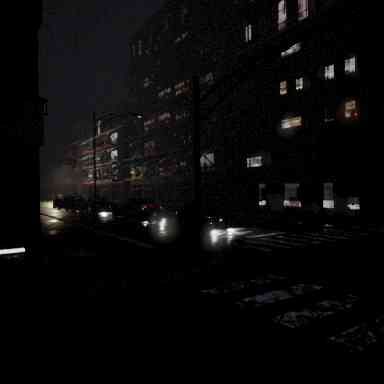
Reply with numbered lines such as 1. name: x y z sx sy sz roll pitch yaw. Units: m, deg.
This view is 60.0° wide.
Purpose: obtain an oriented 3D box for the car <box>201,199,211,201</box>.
1. car: 0.820 1.359 31.844 1.887 1.381 4.507 -1 1 -35

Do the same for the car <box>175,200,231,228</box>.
1. car: 0.618 1.507 21.743 1.994 1.385 4.181 -1 1 -34

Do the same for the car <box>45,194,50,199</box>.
1. car: -34.797 1.075 83.413 1.752 1.417 4.829 -1 1 -35

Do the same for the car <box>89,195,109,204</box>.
1. car: -15.468 1.216 55.326 1.752 1.417 4.829 -1 1 -35

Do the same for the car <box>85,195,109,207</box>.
1. car: -13.821 1.266 48.271 1.837 1.490 4.892 -1 1 -34

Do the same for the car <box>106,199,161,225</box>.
1. car: -4.373 1.509 24.201 1.887 1.381 4.507 -1 1 -35

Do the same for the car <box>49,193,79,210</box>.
1. car: -15.829 1.312 41.072 1.967 1.590 4.097 -1 1 -35

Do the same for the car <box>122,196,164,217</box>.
1. car: -4.277 1.257 28.848 2.097 1.767 4.553 -1 1 -35

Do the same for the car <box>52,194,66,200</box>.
1. car: -31.479 1.124 78.592 2.008 1.369 4.403 -1 1 -35

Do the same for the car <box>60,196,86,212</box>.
1. car: -12.607 1.448 36.392 2.008 1.369 4.403 -1 1 -35

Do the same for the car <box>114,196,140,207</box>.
1. car: -9.025 1.266 45.964 1.752 1.417 4.829 -1 1 -35

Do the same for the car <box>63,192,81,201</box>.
1. car: -25.038 0.935 69.227 2.192 1.841 5.009 -1 1 -35

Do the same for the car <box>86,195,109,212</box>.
1. car: -9.873 1.425 36.994 1.994 1.385 4.181 -1 1 -35
